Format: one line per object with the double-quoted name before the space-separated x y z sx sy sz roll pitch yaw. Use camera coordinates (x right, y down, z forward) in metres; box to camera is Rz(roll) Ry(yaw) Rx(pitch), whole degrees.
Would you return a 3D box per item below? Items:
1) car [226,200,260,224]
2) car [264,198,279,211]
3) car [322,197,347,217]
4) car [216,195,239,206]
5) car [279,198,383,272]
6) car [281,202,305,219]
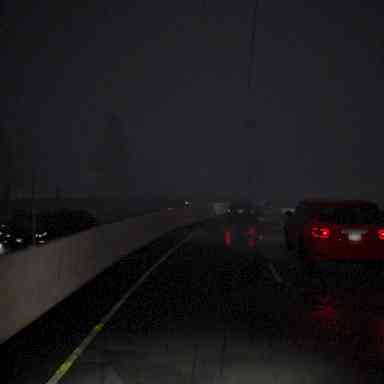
"car" 3.907 1.378 25.006 2.097 1.767 4.553 0 0 15
"car" 10.332 1.559 41.586 1.837 1.490 4.892 0 0 26
"car" 14.180 1.414 33.226 2.097 1.767 4.553 0 0 22
"car" 5.992 1.401 55.595 2.097 1.767 4.553 0 0 33
"car" 4.489 1.241 11.102 2.150 2.045 5.566 0 0 7
"car" 9.586 1.647 31.275 1.895 1.301 4.718 0 0 20
